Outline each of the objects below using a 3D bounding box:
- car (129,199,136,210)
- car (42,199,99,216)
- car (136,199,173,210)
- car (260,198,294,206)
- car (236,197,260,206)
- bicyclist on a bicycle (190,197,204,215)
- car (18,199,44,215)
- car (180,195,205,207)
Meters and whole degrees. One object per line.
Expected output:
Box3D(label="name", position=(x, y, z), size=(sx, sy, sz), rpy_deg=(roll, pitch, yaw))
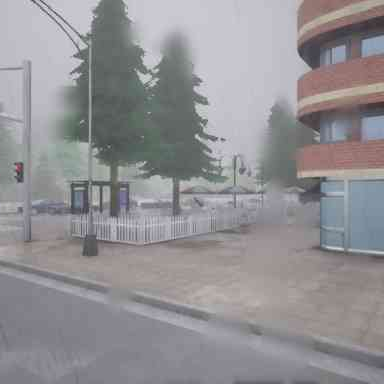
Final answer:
Box3D(label="car", position=(-8.863, 1.422, 40.654), size=(1.882, 1.535, 5.008), rpy_deg=(0, 0, 38))
Box3D(label="car", position=(-11.284, 1.545, 31.590), size=(1.895, 1.301, 4.718), rpy_deg=(0, 0, 36))
Box3D(label="car", position=(-4.182, 1.545, 41.091), size=(1.895, 1.301, 4.718), rpy_deg=(0, 0, 39))
Box3D(label="car", position=(13.332, 1.545, 50.766), size=(4.718, 1.301, 1.895), rpy_deg=(0, 0, -26))
Box3D(label="car", position=(8.917, 1.509, 52.609), size=(4.181, 1.385, 1.994), rpy_deg=(0, 0, -30))
Box3D(label="bicyclist on a bicycle", position=(0.404, 1.245, 27.328), size=(1.656, 1.620, 0.582), rpy_deg=(0, 0, 36))
Box3D(label="car", position=(-14.582, 1.422, 32.984), size=(1.882, 1.535, 5.008), rpy_deg=(0, 0, 36))
Box3D(label="car", position=(-0.226, 1.297, 50.266), size=(4.553, 1.767, 2.097), rpy_deg=(0, 0, -40))
